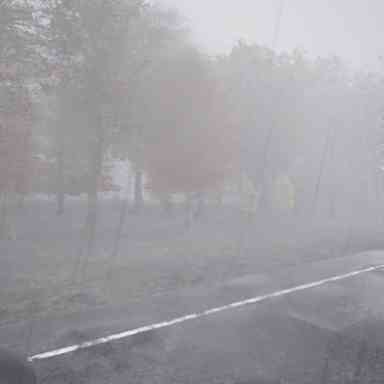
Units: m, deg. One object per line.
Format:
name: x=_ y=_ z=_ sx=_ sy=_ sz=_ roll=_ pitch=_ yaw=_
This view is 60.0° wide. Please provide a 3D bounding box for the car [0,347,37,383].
car: x=-3.203 y=1.524 z=1.456 sx=4.674 sy=1.442 sz=1.812 roll=0 pitch=0 yaw=-36
